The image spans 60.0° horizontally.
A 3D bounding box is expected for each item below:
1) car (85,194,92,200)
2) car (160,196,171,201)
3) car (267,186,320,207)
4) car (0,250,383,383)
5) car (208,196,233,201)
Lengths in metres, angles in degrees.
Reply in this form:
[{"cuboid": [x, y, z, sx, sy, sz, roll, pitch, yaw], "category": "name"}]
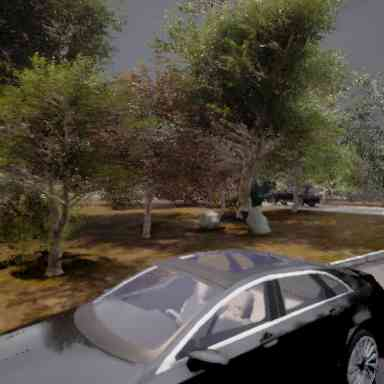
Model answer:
[{"cuboid": [-15.074, 0.475, 40.533, 5.357, 1.411, 2.033, 0, 0, -36], "category": "car"}, {"cuboid": [-1.992, 0.327, 43.998, 4.553, 1.767, 2.097, 0, 0, 18], "category": "car"}, {"cuboid": [10.306, 0.397, 34.076, 2.150, 2.045, 5.566, 0, 1, -36], "category": "car"}, {"cuboid": [0.170, 1.465, 3.474, 4.902, 1.511, 2.128, -1, 1, -35], "category": "car"}, {"cuboid": [3.324, 0.528, 37.436, 5.008, 1.535, 1.882, 2, 0, 43], "category": "car"}]
